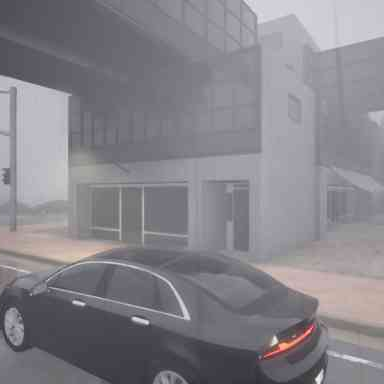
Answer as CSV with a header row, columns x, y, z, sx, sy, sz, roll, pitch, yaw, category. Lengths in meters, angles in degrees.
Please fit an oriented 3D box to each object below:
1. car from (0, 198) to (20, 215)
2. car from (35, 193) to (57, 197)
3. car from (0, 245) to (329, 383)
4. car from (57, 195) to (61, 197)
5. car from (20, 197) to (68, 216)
x,y,z,sx,sy,sz,roll,pitch,yaw,category
-18.329,1.564,33.134,1.994,1.385,4.181,0,0,36,car
-31.186,1.153,69.859,4.605,1.855,1.932,0,0,35,car
-0.773,1.505,4.544,4.892,1.490,1.837,0,0,36,car
-29.458,1.364,72.184,3.905,1.438,1.784,0,0,35,car
-13.952,1.505,33.186,1.837,1.490,4.892,0,0,36,car
